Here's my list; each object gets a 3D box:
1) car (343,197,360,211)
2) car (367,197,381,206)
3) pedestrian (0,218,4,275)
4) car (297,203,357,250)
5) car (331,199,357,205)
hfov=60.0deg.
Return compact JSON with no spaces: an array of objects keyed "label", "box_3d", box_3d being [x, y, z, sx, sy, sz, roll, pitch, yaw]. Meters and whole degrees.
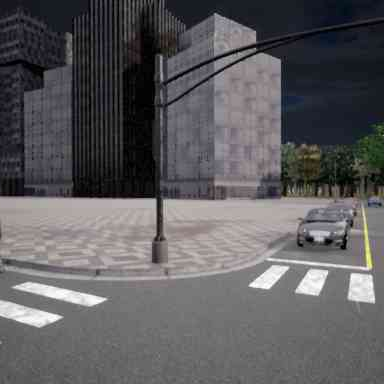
[{"label":"car","box_3d":[14.324,1.418,31.032,1.882,1.535,5.008,0,0,27]},{"label":"car","box_3d":[28.149,1.435,51.370,2.033,1.411,5.357,0,0,27]},{"label":"pedestrian","box_3d":[-5.115,1.233,8.548,0.375,1.860,0.375,0,0,29]},{"label":"car","box_3d":[5.799,1.464,14.427,2.128,1.511,4.902,0,0,27]},{"label":"car","box_3d":[9.996,1.462,22.631,1.837,1.490,4.892,0,0,27]}]
